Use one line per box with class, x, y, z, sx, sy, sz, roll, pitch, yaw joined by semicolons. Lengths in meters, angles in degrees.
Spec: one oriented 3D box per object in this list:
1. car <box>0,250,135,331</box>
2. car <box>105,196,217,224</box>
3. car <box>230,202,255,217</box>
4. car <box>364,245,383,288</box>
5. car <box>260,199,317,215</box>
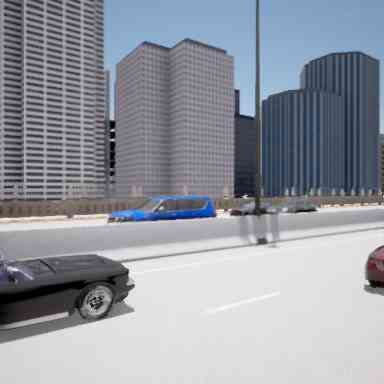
car;-3.411;1.601;5.615;4.718;1.301;1.895;0;0;-35
car;-1.319;1.222;15.949;5.566;2.045;2.150;0;0;-35
car;5.885;1.549;29.685;5.357;1.411;2.033;0;0;-35
car;6.048;1.565;8.062;4.181;1.385;1.994;0;0;-35
car;8.080;1.354;26.949;4.553;1.767;2.097;0;0;-35
